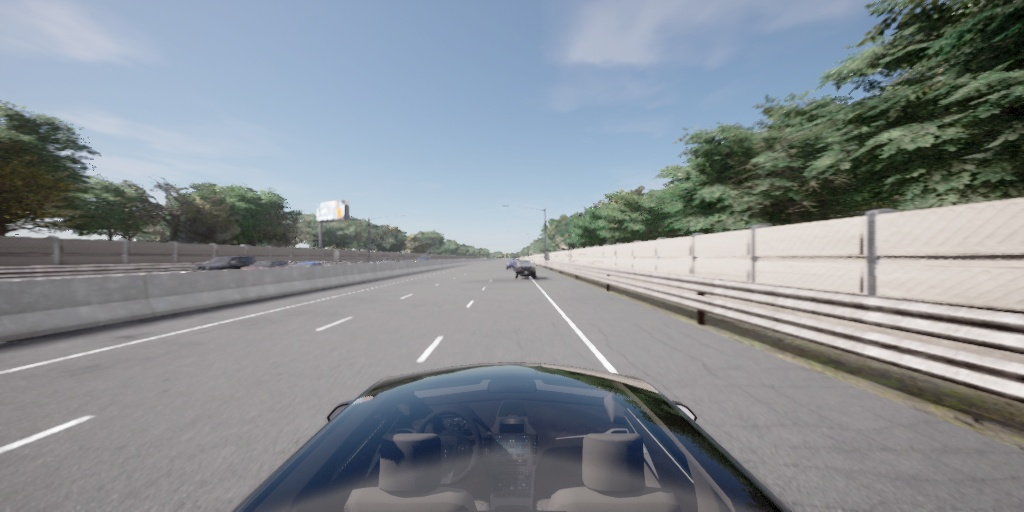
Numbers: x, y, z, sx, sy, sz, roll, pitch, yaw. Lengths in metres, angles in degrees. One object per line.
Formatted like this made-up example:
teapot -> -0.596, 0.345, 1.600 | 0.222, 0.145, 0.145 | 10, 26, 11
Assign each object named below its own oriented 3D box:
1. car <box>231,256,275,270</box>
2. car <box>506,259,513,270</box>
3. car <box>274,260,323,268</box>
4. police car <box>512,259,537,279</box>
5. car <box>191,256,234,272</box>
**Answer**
car -> -21.065, 1.137, 30.791 | 2.097, 1.767, 4.553 | 0, 0, 0
car -> 0.020, 1.449, 54.981 | 1.895, 1.301, 4.718 | 0, 0, 0
car -> -17.565, 1.263, 30.732 | 1.882, 1.535, 5.008 | 0, 0, 0
police car -> 1.230, 1.216, 33.513 | 1.930, 1.638, 5.238 | 0, 0, 0
car -> -24.560, 1.010, 31.024 | 2.150, 2.045, 5.566 | 0, 0, 0
